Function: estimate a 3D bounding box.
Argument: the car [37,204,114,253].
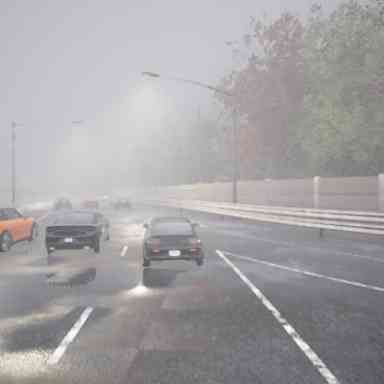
[{"bbox_3d":[-4.561,1.495,13.861,1.882,1.535,5.008,0,0,-8],"label":"car"}]

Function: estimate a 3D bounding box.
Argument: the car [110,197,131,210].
[{"bbox_3d":[-9.550,1.390,44.359,2.097,1.767,4.553,0,0,-23],"label":"car"}]

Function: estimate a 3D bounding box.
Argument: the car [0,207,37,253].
[{"bbox_3d":[-8.101,1.383,13.825,2.097,1.767,4.553,0,0,-8],"label":"car"}]

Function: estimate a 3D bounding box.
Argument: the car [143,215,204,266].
[{"bbox_3d":[-0.713,1.529,11.500,1.812,1.442,4.674,0,0,-6],"label":"car"}]

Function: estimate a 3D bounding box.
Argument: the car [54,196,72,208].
[{"bbox_3d":[-17.338,1.419,44.621,2.097,1.767,4.553,0,0,-25],"label":"car"}]

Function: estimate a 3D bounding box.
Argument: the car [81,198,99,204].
[{"bbox_3d":[-14.266,1.533,46.371,1.882,1.535,5.008,0,0,-25],"label":"car"}]
